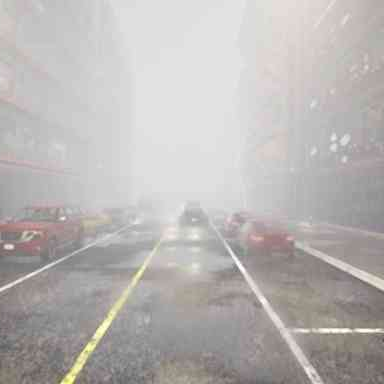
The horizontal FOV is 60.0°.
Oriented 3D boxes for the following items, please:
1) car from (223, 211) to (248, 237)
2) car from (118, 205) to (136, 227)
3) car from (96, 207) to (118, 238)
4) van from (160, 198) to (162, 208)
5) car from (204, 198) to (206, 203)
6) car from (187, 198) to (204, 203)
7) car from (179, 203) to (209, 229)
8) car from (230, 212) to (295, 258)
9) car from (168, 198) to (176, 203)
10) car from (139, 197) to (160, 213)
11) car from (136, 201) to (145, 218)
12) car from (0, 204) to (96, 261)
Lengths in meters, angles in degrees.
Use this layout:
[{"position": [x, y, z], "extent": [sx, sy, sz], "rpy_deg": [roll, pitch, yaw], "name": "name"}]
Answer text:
[{"position": [2.716, 1.709, 18.522], "extent": [1.802, 1.307, 4.206], "rpy_deg": [0, 0, 0], "name": "car"}, {"position": [-5.657, 1.734, 24.225], "extent": [1.947, 1.339, 4.313], "rpy_deg": [0, 0, 0], "name": "car"}, {"position": [-5.664, 1.651, 18.365], "extent": [1.752, 1.417, 4.829], "rpy_deg": [0, 0, 0], "name": "car"}, {"position": [-5.622, 1.744, 52.676], "extent": [1.690, 1.788, 3.998], "rpy_deg": [0, 0, 0], "name": "van"}, {"position": [2.934, 2.218, 90.963], "extent": [1.967, 1.590, 4.097], "rpy_deg": [0, -1, 0], "name": "car"}, {"position": [0.151, 1.787, 41.543], "extent": [1.882, 1.535, 5.008], "rpy_deg": [0, -1, 0], "name": "car"}, {"position": [0.130, 1.724, 22.915], "extent": [1.994, 1.385, 4.181], "rpy_deg": [0, 0, 0], "name": "car"}, {"position": [2.710, 1.669, 12.832], "extent": [1.802, 1.307, 4.206], "rpy_deg": [0, 0, 0], "name": "car"}, {"position": [-5.705, 2.359, 90.972], "extent": [1.802, 1.307, 4.206], "rpy_deg": [0, -1, 0], "name": "car"}, {"position": [-5.636, 1.622, 41.295], "extent": [2.192, 1.841, 5.009], "rpy_deg": [0, 0, 0], "name": "car"}, {"position": [-5.650, 1.795, 29.914], "extent": [1.802, 1.307, 4.206], "rpy_deg": [0, 0, 0], "name": "car"}, {"position": [-5.670, 1.402, 12.846], "extent": [2.192, 1.841, 5.009], "rpy_deg": [0, 0, 0], "name": "car"}]
